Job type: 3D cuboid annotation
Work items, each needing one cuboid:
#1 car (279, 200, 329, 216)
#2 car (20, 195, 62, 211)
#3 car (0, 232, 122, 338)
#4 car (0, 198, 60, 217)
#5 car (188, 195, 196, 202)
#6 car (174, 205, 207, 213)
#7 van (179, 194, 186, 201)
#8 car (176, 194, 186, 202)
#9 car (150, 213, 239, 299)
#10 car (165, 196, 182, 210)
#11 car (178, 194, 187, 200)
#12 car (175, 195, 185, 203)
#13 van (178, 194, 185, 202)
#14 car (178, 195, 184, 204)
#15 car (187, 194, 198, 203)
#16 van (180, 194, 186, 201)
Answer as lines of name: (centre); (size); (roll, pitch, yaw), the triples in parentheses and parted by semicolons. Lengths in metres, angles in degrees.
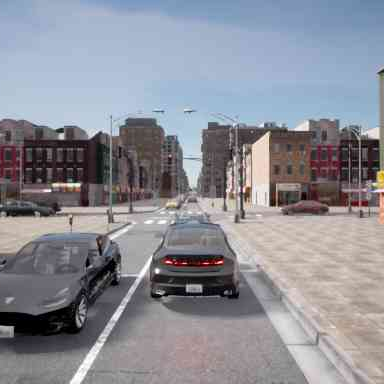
car: (10.866, 1.535, 32.364); (4.674, 1.442, 1.812); (0, 0, 0)
car: (-15.631, 1.283, 32.427); (5.566, 2.045, 2.150); (0, 0, 0)
car: (-2.628, 1.567, 6.791); (1.947, 1.339, 4.313); (0, 0, 0)
car: (-14.739, 1.539, 29.474); (4.892, 1.490, 1.837); (0, 0, 0)
car: (0.072, 1.647, 84.367); (1.882, 1.535, 5.008); (0, 0, 0)
car: (0.043, 1.608, 17.681); (1.895, 1.301, 4.718); (0, 0, 1)
van: (-2.556, 1.529, 89.404); (1.690, 1.788, 3.998); (0, 0, 0)
car: (-2.566, 1.461, 78.193); (2.192, 1.841, 5.009); (0, 0, 0)
car: (0.078, 1.507, 8.470); (1.837, 1.490, 4.892); (0, 0, 1)
car: (-2.596, 1.571, 44.391); (1.752, 1.417, 4.829); (0, 0, 0)
car: (-2.576, 1.547, 66.982); (1.967, 1.590, 4.097); (0, 0, 0)
car: (-2.571, 1.566, 72.587); (1.967, 1.590, 4.097); (0, 0, 0)
van: (-2.561, 1.508, 83.799); (1.690, 1.788, 3.998); (0, 0, 0)
car: (-2.591, 1.604, 50.165); (1.887, 1.381, 4.507); (0, 0, 0)
car: (0.069, 1.687, 74.667); (1.994, 1.385, 4.181); (0, 0, 0)
van: (-2.551, 1.551, 95.010); (1.690, 1.788, 3.998); (0, 0, 0)
